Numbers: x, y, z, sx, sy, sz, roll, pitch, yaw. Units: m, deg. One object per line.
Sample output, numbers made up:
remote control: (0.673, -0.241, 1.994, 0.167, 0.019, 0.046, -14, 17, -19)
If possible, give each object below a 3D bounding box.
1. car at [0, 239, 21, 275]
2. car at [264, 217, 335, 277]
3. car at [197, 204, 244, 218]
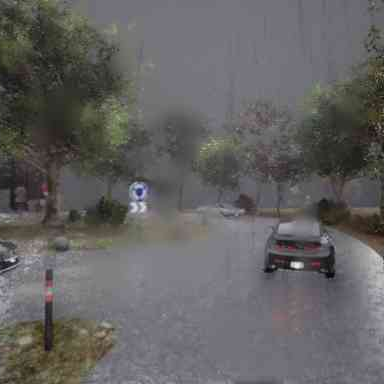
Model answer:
car: (-7.014, 1.490, 8.439, 4.892, 1.490, 1.837, 0, 0, -3)
car: (3.420, 1.570, 10.616, 1.837, 1.490, 4.892, 1, 0, 19)
car: (2.545, 1.734, 31.258, 1.895, 1.301, 4.718, 1, 0, -39)
